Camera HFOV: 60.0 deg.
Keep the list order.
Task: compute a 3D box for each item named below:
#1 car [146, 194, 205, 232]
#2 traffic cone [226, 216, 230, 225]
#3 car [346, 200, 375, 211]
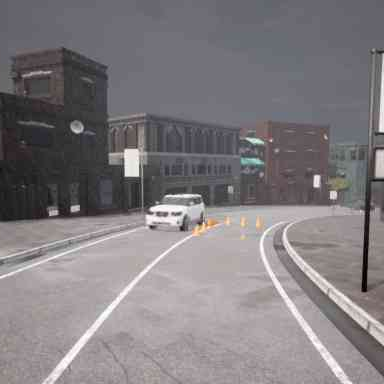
[{"bbox_3d":[-0.797,1.159,20.305,2.150,2.045,5.566,1,0,18],"label":"car"},{"bbox_3d":[2.483,1.956,22.684,0.340,0.580,0.340,2,0,12],"label":"traffic cone"},{"bbox_3d":[26.132,1.960,51.600,4.553,1.767,2.097,2,3,-25],"label":"car"}]
